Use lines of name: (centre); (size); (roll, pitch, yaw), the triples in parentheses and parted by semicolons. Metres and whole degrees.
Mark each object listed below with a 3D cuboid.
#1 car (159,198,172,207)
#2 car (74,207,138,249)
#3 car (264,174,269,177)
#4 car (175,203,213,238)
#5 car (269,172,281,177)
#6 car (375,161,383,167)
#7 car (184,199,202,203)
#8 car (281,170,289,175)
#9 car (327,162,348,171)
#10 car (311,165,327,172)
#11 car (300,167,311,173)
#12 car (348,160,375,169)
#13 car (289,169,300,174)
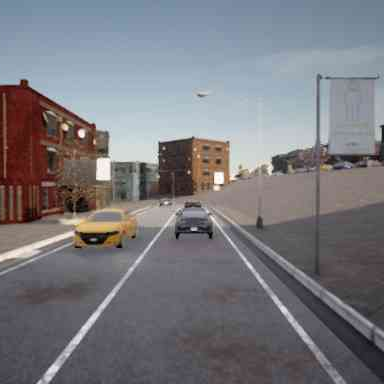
car: (-4.511, 1.715, 56.325); (2.128, 1.511, 4.902); (0, -1, -8)
car: (-3.599, 1.473, 14.653); (1.882, 1.535, 5.008); (0, 0, 0)
car: (21.371, -4.203, 88.560); (2.002, 1.452, 4.674); (0, 1, -1)
car: (0.086, 1.520, 17.497); (1.812, 1.442, 4.674); (0, 0, 0)
car: (21.490, -4.305, 83.066); (2.185, 1.767, 4.553); (0, 1, -1)
car: (24.235, -3.424, 38.863); (2.002, 1.452, 4.674); (0, 1, -7)
car: (0.099, 1.482, 37.990); (1.882, 1.535, 5.008); (0, 0, 0)
car: (21.729, -4.048, 72.130); (2.231, 1.521, 4.892); (0, 1, -1)
car: (22.912, -3.795, 50.027); (2.185, 1.767, 4.553); (0, 1, -5)
car: (22.444, -3.771, 55.533); (2.097, 1.535, 5.008); (0, 1, -4)
car: (22.091, -3.833, 61.070); (2.002, 1.452, 4.674); (0, 1, -2)
car: (23.533, -3.535, 44.337); (2.163, 1.488, 4.792); (0, 1, -6)
car: (21.858, -3.969, 66.612); (2.231, 1.521, 4.892); (0, 1, -1)
